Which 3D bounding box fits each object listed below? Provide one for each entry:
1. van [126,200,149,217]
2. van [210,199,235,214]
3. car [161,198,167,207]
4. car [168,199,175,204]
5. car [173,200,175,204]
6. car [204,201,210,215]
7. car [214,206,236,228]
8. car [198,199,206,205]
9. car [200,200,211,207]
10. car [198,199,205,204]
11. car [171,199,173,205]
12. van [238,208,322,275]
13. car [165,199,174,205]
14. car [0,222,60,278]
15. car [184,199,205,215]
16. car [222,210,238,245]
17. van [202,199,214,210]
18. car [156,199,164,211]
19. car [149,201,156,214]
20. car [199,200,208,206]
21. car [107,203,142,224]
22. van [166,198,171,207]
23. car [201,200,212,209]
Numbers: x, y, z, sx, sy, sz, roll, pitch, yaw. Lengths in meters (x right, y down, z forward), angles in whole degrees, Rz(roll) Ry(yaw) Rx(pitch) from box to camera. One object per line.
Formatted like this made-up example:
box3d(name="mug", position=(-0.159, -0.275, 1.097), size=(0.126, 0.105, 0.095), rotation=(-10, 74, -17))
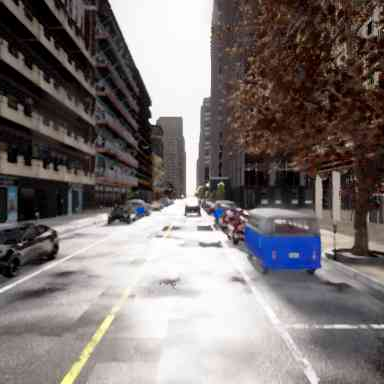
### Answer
box3d(name="van", position=(-5.709, 1.711, 33.254), size=(1.690, 1.788, 3.998), rotation=(0, -1, 0))
box3d(name="van", position=(2.675, 1.645, 27.595), size=(1.690, 1.788, 3.998), rotation=(0, -1, 0))
box3d(name="car", position=(-5.724, 2.217, 55.901), size=(2.008, 1.369, 4.403), rotation=(0, -1, 0))
box3d(name="car", position=(-5.748, 2.754, 95.376), size=(1.752, 1.417, 4.829), rotation=(0, -1, 0))
box3d(name="car", position=(-5.738, 2.538, 78.555), size=(1.947, 1.339, 4.313), rotation=(0, -1, 0))
box3d(name="car", position=(2.667, 2.023, 38.917), size=(1.802, 1.307, 4.206), rotation=(0, -1, 0))
box3d(name="car", position=(2.678, 1.822, 21.929), size=(1.802, 1.307, 4.206), rotation=(0, -1, 0))
box3d(name="car", position=(2.635, 2.569, 89.888), size=(1.967, 1.590, 4.097), rotation=(0, -1, 0))
box3d(name="car", position=(2.649, 2.370, 67.233), size=(2.008, 1.369, 4.403), rotation=(0, -1, 0))
box3d(name="car", position=(2.631, 2.757, 95.548), size=(1.887, 1.381, 4.507), rotation=(0, -1, 0))
box3d(name="car", position=(-5.735, 2.419, 72.722), size=(1.752, 1.417, 4.829), rotation=(0, -1, 0))
box3d(name="van", position=(2.686, 1.457, 10.606), size=(1.690, 1.788, 3.998), rotation=(0, -1, 0))
box3d(name="car", position=(-5.741, 2.490, 84.218), size=(1.967, 1.590, 4.097), rotation=(0, -1, 0))
box3d(name="car", position=(-5.695, 1.681, 10.599), size=(1.947, 1.339, 4.313), rotation=(0, -1, 0))
box3d(name="car", position=(0.078, 1.936, 39.257), size=(2.128, 1.511, 4.902), rotation=(0, -1, 0))
box3d(name="car", position=(2.682, 1.760, 16.268), size=(1.802, 1.307, 4.206), rotation=(0, -1, 0))
box3d(name="van", position=(2.656, 2.008, 55.909), size=(1.690, 1.788, 3.998), rotation=(0, -1, 0))
box3d(name="car", position=(-5.721, 2.113, 50.068), size=(1.752, 1.417, 4.829), rotation=(0, -1, 0))
box3d(name="car", position=(-5.713, 1.992, 38.912), size=(2.008, 1.369, 4.403), rotation=(0, -1, 0))
box3d(name="car", position=(2.642, 2.517, 78.561), size=(1.887, 1.381, 4.507), rotation=(0, -1, 0))
box3d(name="car", position=(-5.706, 1.869, 27.587), size=(1.947, 1.339, 4.313), rotation=(0, -1, 0))
box3d(name="van", position=(-5.731, 2.160, 67.231), size=(1.690, 1.788, 3.998), rotation=(0, -1, 0))
box3d(name="car", position=(2.653, 2.288, 61.570), size=(1.887, 1.381, 4.507), rotation=(0, -1, 0))
